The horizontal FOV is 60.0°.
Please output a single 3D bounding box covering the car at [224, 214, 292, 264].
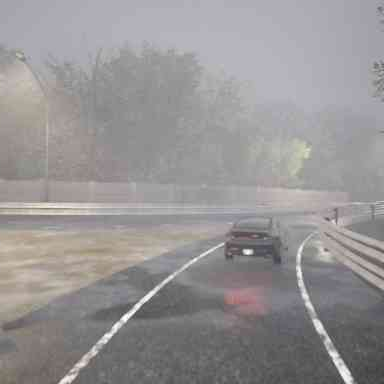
[{"bbox_3d":[2.549,1.604,12.483,1.837,1.490,4.892,0,-1,20],"label":"car"}]
